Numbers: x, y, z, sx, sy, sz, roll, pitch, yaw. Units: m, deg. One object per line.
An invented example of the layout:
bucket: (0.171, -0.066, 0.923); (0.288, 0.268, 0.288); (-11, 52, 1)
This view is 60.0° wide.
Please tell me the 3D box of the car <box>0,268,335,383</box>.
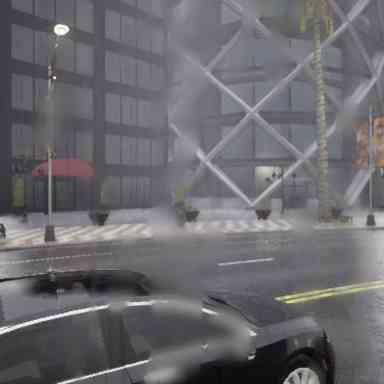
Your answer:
car: (-0.727, 1.502, 3.022); (4.892, 1.490, 1.837); (1, -1, -33)
